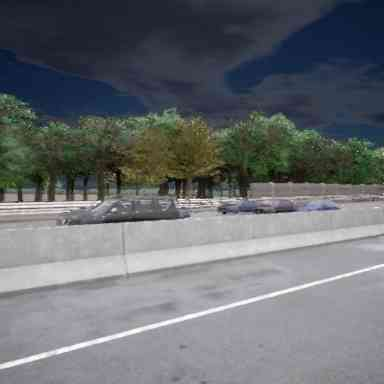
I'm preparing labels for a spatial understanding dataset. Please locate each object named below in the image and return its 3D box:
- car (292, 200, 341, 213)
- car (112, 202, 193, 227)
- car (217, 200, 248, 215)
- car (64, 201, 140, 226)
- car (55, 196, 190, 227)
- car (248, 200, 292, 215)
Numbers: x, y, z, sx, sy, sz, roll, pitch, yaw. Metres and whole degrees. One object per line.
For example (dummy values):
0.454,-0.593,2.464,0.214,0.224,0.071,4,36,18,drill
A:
11.149,1.421,29.016,4.674,1.442,1.812,-1,0,-35,car
-2.692,1.527,23.401,5.357,1.411,2.033,0,0,-35,car
5.009,1.461,33.141,5.357,1.411,2.033,-1,0,-36,car
-6.481,1.478,24.244,4.902,1.511,2.128,0,0,-38,car
-3.076,1.214,14.676,5.566,2.045,2.150,0,0,-35,car
8.130,1.450,31.164,5.357,1.411,2.033,-1,0,-34,car
